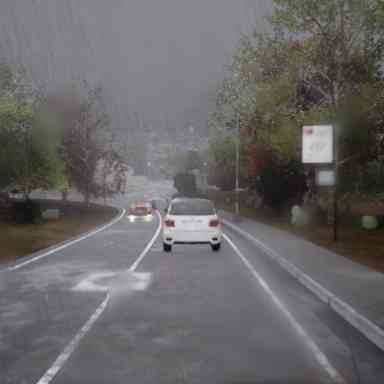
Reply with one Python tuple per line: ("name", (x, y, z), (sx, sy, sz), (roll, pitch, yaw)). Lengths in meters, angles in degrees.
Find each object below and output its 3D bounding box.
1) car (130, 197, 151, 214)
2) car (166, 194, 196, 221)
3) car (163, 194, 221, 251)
("car", (-5.402, 1.315, 34.893), (2.097, 1.767, 4.553), (-1, 1, -10))
("car", (-1.060, 1.220, 29.406), (2.150, 2.045, 5.566), (-1, 1, -7))
("car", (-0.038, 1.250, 14.220), (2.150, 2.045, 5.566), (0, 0, -1))
